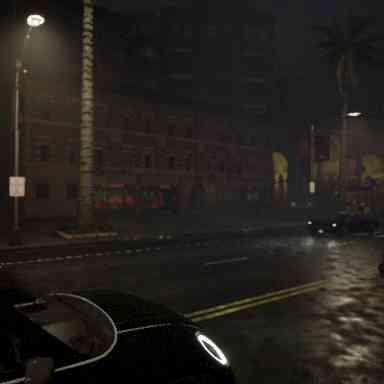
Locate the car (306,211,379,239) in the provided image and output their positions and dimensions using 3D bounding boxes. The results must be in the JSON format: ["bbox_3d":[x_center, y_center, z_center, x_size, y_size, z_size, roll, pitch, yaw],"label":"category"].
[{"bbox_3d":[8.612,1.789,18.899,4.718,1.301,1.895,1,0,-36],"label":"car"}]

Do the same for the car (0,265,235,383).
[{"bbox_3d":[-1.802,1.350,2.432,4.553,1.767,2.097,1,0,-36],"label":"car"}]

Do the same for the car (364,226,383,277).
[{"bbox_3d":[7.050,1.661,8.893,5.357,1.411,2.033,1,0,-36],"label":"car"}]
